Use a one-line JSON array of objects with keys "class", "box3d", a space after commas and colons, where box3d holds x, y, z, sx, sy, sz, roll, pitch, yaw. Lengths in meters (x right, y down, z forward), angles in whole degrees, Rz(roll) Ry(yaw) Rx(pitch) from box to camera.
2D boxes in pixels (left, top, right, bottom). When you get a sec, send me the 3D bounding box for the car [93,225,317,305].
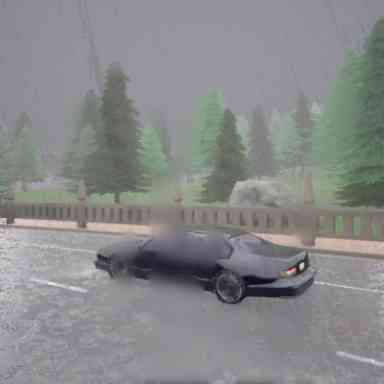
[{"class": "car", "box3d": [0.070, 1.521, 7.968, 5.357, 1.411, 2.033, 0, 0, 33]}]
